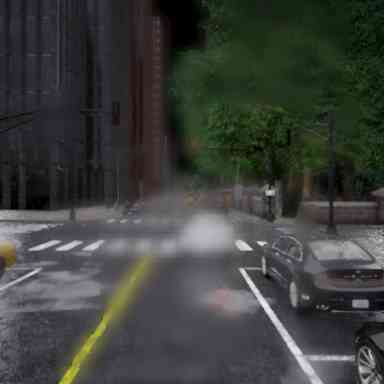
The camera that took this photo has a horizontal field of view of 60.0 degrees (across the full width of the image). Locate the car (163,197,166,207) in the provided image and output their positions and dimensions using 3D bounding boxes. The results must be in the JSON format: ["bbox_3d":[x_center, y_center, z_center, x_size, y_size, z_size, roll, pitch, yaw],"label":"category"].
[{"bbox_3d":[-5.939,1.954,56.068,1.802,1.307,4.206,0,0,0],"label":"car"}]

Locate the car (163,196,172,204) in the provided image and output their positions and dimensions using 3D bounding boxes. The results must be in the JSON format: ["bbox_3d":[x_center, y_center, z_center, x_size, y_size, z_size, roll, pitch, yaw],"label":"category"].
[{"bbox_3d":[-5.992,2.070,72.438,1.802,1.307,4.206,0,0,0],"label":"car"}]

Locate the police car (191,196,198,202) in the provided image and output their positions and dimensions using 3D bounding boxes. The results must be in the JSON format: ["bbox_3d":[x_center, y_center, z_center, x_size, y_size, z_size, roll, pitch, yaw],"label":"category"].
[{"bbox_3d":[0.580,2.083,95.036,1.930,1.638,5.238,0,0,0],"label":"police car"}]

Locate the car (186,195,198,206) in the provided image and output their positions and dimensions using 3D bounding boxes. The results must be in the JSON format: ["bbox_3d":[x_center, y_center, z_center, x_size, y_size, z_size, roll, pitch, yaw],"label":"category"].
[{"bbox_3d":[-0.158,1.901,63.198,1.882,1.535,5.008,0,-1,0],"label":"car"}]

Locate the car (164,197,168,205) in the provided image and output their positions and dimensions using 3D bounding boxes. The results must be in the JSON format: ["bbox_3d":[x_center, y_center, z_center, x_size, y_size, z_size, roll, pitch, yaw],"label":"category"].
[{"bbox_3d":[-5.957,1.993,61.525,1.802,1.307,4.206,0,0,0],"label":"car"}]

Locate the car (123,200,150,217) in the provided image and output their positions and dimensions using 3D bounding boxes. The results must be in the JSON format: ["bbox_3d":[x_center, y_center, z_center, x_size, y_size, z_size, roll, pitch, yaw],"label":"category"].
[{"bbox_3d":[-5.869,1.783,34.240,1.947,1.339,4.313,0,0,0],"label":"car"}]

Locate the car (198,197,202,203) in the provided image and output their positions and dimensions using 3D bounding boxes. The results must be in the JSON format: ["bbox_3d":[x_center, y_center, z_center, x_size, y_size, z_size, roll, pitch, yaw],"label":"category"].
[{"bbox_3d":[2.586,1.924,56.102,2.008,1.369,4.403,0,0,0],"label":"car"}]

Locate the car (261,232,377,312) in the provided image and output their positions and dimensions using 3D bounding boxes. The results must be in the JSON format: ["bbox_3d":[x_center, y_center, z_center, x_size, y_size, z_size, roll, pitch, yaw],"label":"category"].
[{"bbox_3d":[2.742,1.598,7.613,2.008,1.369,4.403,0,0,0],"label":"car"}]

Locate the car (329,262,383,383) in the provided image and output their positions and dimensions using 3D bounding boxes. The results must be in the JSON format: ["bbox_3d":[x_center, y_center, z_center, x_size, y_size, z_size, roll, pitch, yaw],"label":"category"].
[{"bbox_3d":[2.760,1.580,2.100,1.947,1.339,4.313,0,0,0],"label":"car"}]

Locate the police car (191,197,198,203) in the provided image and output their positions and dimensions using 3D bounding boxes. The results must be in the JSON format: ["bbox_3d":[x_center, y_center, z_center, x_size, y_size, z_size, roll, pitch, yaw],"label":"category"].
[{"bbox_3d":[0.631,2.007,85.036,1.930,1.638,5.238,0,0,0],"label":"police car"}]

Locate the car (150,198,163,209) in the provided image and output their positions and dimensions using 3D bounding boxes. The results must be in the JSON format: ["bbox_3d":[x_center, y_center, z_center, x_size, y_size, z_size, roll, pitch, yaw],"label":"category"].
[{"bbox_3d":[-5.922,1.884,50.611,2.008,1.369,4.403,0,0,0],"label":"car"}]

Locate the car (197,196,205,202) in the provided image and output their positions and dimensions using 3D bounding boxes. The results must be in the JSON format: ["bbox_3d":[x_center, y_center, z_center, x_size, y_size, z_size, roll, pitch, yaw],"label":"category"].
[{"bbox_3d":[2.463,1.967,94.298,2.192,1.841,5.009,0,0,0],"label":"car"}]

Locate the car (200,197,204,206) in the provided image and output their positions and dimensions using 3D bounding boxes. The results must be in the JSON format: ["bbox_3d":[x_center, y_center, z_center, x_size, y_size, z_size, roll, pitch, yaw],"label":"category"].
[{"bbox_3d":[2.604,1.885,50.646,2.008,1.369,4.403,0,0,0],"label":"car"}]

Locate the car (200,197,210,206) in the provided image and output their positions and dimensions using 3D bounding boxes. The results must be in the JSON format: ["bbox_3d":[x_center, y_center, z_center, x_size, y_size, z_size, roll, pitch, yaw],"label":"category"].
[{"bbox_3d":[2.551,1.891,67.016,1.967,1.590,4.097,0,0,0],"label":"car"}]

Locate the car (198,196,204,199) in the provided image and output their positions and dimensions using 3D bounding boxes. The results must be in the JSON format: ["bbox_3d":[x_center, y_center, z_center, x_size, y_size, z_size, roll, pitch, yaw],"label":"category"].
[{"bbox_3d":[2.569,1.852,61.559,1.967,1.590,4.097,0,0,0],"label":"car"}]

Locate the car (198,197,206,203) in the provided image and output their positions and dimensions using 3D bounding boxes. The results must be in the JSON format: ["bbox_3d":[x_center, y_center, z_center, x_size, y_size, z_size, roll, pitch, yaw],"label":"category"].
[{"bbox_3d":[2.498,2.096,83.554,1.752,1.417,4.829,0,0,0],"label":"car"}]

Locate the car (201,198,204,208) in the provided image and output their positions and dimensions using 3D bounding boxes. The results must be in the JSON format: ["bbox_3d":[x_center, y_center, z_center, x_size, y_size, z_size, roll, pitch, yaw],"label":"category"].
[{"bbox_3d":[2.621,1.861,45.189,1.947,1.339,4.313,0,0,0],"label":"car"}]

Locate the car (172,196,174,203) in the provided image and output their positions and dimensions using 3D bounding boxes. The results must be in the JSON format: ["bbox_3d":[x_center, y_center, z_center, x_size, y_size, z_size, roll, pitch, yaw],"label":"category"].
[{"bbox_3d":[-6.009,1.843,77.897,2.192,1.841,5.009,0,0,0],"label":"car"}]

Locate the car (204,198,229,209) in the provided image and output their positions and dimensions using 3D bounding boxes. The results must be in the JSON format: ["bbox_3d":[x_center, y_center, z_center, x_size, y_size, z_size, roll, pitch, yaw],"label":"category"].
[{"bbox_3d":[2.656,1.533,34.279,2.192,1.841,5.009,0,0,0],"label":"car"}]

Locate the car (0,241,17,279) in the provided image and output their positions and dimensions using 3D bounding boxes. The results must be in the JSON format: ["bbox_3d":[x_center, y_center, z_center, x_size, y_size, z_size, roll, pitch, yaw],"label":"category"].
[{"bbox_3d":[-5.782,1.570,7.406,1.752,1.417,4.829,0,0,0],"label":"car"}]

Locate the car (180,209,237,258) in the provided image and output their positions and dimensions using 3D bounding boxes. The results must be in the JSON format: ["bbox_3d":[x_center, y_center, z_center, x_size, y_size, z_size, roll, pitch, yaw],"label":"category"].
[{"bbox_3d":[0.733,1.611,13.093,1.812,1.442,4.674,0,-1,10],"label":"car"}]
